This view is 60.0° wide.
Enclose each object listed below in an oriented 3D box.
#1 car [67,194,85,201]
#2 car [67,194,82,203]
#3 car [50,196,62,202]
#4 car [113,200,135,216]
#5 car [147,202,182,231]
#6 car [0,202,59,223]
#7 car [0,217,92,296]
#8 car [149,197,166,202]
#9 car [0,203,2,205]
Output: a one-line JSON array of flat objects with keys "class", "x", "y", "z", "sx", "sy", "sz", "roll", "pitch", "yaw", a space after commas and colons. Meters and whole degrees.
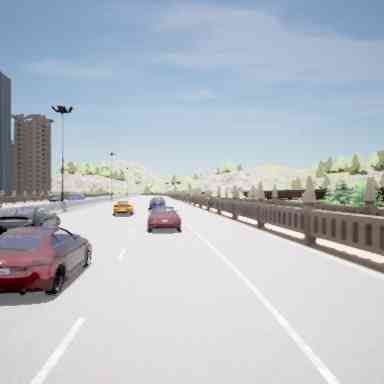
[{"class": "car", "x": -20.773, "y": 1.301, "z": 59.973, "sx": 2.150, "sy": 2.045, "sz": 5.566, "roll": 0, "pitch": 0, "yaw": -6}, {"class": "car", "x": -25.932, "y": 1.453, "z": 73.442, "sx": 2.097, "sy": 1.767, "sz": 4.553, "roll": 0, "pitch": 0, "yaw": -7}, {"class": "car", "x": -29.351, "y": 1.651, "z": 72.572, "sx": 2.033, "sy": 1.411, "sz": 5.357, "roll": 0, "pitch": 0, "yaw": -7}, {"class": "car", "x": -6.849, "y": 1.504, "z": 33.675, "sx": 1.882, "sy": 1.535, "sz": 5.008, "roll": 0, "pitch": 0, "yaw": -7}, {"class": "car", "x": -1.740, "y": 1.571, "z": 20.535, "sx": 1.994, "sy": 1.385, "sz": 4.181, "roll": 0, "pitch": 0, "yaw": -7}, {"class": "car", "x": -8.433, "y": 1.524, "z": 17.547, "sx": 2.128, "sy": 1.511, "sz": 4.902, "roll": 0, "pitch": 0, "yaw": -7}, {"class": "car", "x": -4.001, "y": 1.580, "z": 8.721, "sx": 1.994, "sy": 1.385, "sz": 4.181, "roll": 0, "pitch": 0, "yaw": -5}, {"class": "car", "x": -4.307, "y": 1.369, "z": 41.710, "sx": 2.097, "sy": 1.767, "sz": 4.553, "roll": 0, "pitch": 0, "yaw": -7}, {"class": "car", "x": -21.153, "y": 1.559, "z": 33.731, "sx": 1.882, "sy": 1.535, "sz": 5.008, "roll": 0, "pitch": 0, "yaw": -7}]
